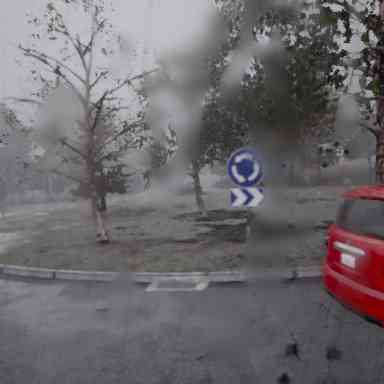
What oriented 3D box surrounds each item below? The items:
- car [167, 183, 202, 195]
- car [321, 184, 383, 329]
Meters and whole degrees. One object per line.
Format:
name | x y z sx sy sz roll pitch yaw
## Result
car | -0.991 -0.433 43.832 4.674 1.442 1.812 -4 2 -6
car | 4.704 0.780 4.740 5.566 2.045 2.150 -5 3 -8
